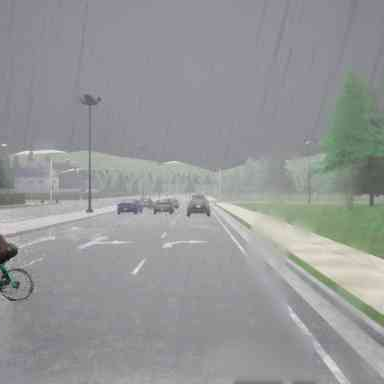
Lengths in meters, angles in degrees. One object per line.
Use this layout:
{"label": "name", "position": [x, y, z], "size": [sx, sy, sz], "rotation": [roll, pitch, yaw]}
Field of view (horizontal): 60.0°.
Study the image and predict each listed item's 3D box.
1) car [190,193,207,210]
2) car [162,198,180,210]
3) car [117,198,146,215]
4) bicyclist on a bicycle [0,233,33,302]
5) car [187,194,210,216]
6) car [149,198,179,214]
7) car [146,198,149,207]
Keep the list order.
{"label": "car", "position": [0.800, 1.221, 44.418], "size": [2.150, 2.045, 5.566], "rotation": [0, 0, 1]}
{"label": "car", "position": [-2.758, 1.547, 44.854], "size": [2.033, 1.411, 5.357], "rotation": [0, 0, 1]}
{"label": "car", "position": [-6.366, 1.478, 34.556], "size": [1.882, 1.535, 5.008], "rotation": [0, 0, 1]}
{"label": "bicyclist on a bicycle", "position": [-4.069, 1.455, 6.771], "size": [1.656, 1.620, 0.582], "rotation": [-2, 0, 1]}
{"label": "car", "position": [0.640, 1.352, 32.647], "size": [2.097, 1.767, 4.553], "rotation": [0, 0, 1]}
{"label": "car", "position": [-2.862, 1.492, 34.750], "size": [2.128, 1.511, 4.902], "rotation": [0, 0, 1]}
{"label": "car", "position": [-6.257, 1.547, 44.953], "size": [2.033, 1.411, 5.357], "rotation": [0, 0, 1]}
